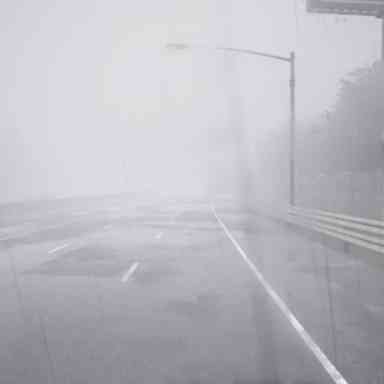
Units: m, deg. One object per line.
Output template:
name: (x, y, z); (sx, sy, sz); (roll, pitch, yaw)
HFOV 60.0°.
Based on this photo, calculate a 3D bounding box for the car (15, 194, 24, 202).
car: (-23.530, 0.920, 48.082); (2.128, 1.511, 4.902); (0, 1, 3)

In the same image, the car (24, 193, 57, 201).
car: (-20.155, 0.985, 45.401); (2.128, 1.511, 4.902); (0, 1, 3)

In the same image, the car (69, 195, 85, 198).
car: (-16.544, 1.042, 47.491); (1.895, 1.301, 4.718); (0, 1, 3)
